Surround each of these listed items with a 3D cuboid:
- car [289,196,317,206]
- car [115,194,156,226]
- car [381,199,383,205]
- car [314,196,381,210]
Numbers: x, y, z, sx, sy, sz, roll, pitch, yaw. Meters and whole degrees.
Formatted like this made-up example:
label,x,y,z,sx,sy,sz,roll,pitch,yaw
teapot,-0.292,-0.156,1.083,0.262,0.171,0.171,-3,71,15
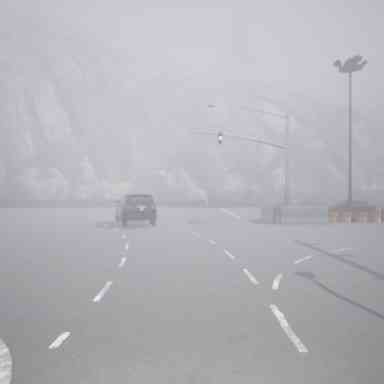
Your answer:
label,x,y,z,sx,sy,sz,roll,pitch,yaw
car,14.294,1.226,41.011,4.553,1.767,2.097,0,0,-3
car,-3.965,1.148,23.039,2.150,2.045,5.566,0,0,-18
car,25.145,1.368,41.567,4.902,1.511,2.128,0,0,-3
car,14.209,1.411,30.502,4.892,1.490,1.837,0,0,-3
